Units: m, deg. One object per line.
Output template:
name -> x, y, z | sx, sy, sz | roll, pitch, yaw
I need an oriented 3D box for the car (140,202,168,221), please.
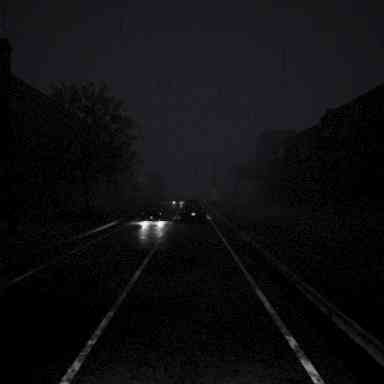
car -> -3.094, 1.571, 28.148 | 2.033, 1.411, 5.357 | 0, 0, 0

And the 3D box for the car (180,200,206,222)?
car -> 0.104, 1.589, 26.347 | 1.994, 1.385, 4.181 | 0, 0, 0

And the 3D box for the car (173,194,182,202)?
car -> -2.990, 1.247, 69.921 | 1.812, 1.442, 4.674 | 0, 1, 0

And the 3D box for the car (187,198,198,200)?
car -> 0.106, 1.482, 42.562 | 1.837, 1.490, 4.892 | 0, 0, 0
